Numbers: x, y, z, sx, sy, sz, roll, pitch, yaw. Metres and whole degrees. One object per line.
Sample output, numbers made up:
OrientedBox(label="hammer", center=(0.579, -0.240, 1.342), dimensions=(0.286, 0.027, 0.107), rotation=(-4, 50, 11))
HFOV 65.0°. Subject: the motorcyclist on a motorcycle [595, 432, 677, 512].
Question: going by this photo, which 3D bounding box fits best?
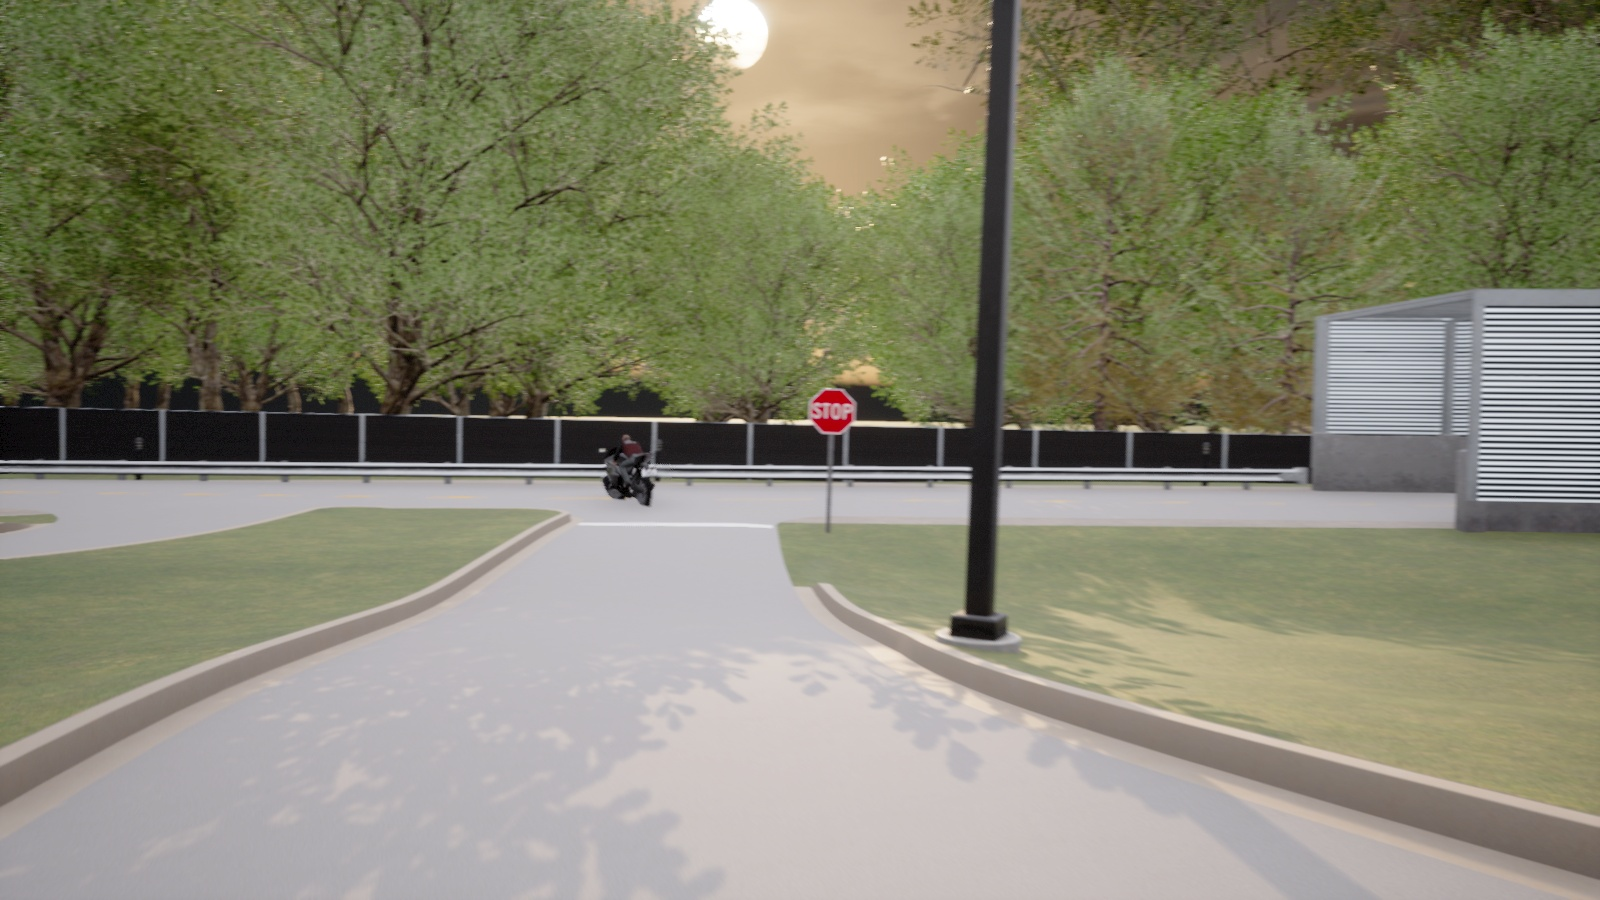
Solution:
OrientedBox(label="motorcyclist on a motorcycle", center=(-3.609, 0.449, 27.425), dimensions=(0.866, 1.530, 2.191), rotation=(-5, 6, -32))
